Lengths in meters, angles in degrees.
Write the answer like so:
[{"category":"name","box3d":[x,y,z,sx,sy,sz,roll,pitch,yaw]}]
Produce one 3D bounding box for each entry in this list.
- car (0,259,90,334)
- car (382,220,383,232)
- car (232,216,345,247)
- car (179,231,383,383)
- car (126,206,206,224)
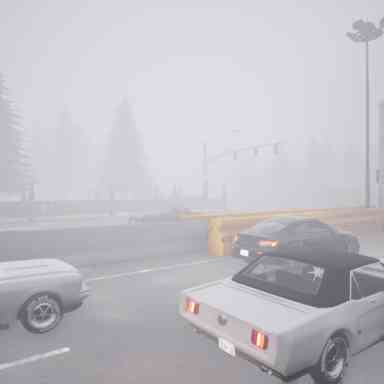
[{"category":"car","box3d":[-4.115,1.601,5.110,4.718,1.301,1.895,0,0,-35]},{"category":"car","box3d":[10.695,1.406,15.604,4.674,1.442,1.812,-1,0,-36]},{"category":"car","box3d":[3.306,1.473,10.364,4.674,1.442,1.812,-1,0,-35]},{"category":"car","box3d":[2.237,1.576,5.323,4.718,1.301,1.895,-1,0,-35]},{"category":"car","box3d":[-1.512,1.536,20.046,4.718,1.301,1.895,-1,0,-35]}]
